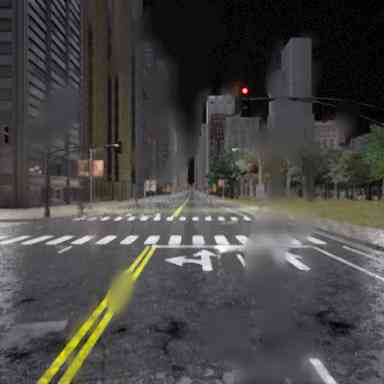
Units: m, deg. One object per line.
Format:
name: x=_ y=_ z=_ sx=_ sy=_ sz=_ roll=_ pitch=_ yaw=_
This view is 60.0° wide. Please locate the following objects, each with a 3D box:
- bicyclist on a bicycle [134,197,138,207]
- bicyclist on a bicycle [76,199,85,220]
bicyclist on a bicycle: x=-8.751 y=1.566 z=52.043 sx=0.582 sy=1.620 sz=1.656 roll=0 pitch=0 yaw=0
bicyclist on a bicycle: x=-8.750 y=1.399 z=26.134 sx=0.582 sy=1.620 sz=1.656 roll=0 pitch=0 yaw=0
